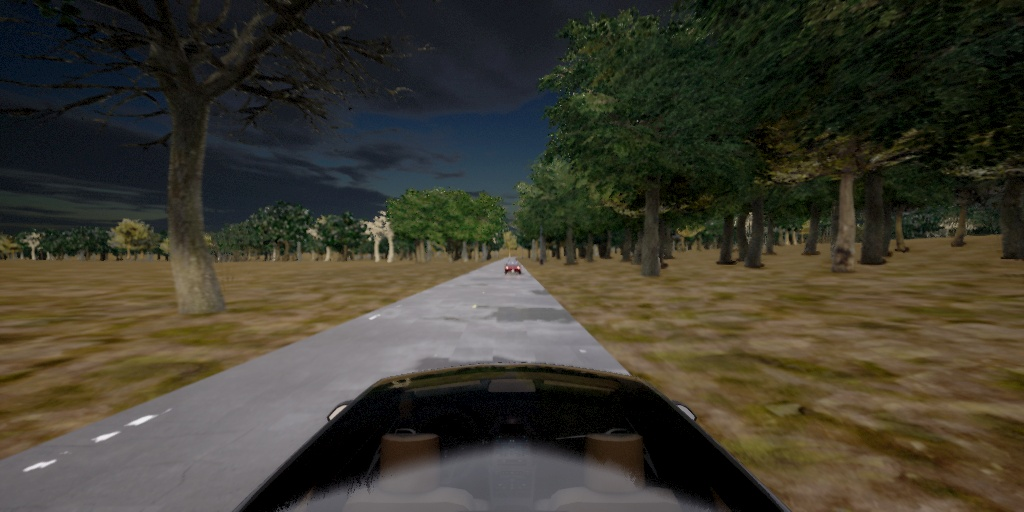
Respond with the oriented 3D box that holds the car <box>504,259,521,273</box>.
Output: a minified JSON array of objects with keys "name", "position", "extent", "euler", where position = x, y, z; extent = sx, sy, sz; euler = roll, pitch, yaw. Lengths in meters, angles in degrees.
[{"name":"car","position":[0.084,1.297,41.105],"extent":[1.895,1.301,4.718],"euler":[0,0,0]}]
